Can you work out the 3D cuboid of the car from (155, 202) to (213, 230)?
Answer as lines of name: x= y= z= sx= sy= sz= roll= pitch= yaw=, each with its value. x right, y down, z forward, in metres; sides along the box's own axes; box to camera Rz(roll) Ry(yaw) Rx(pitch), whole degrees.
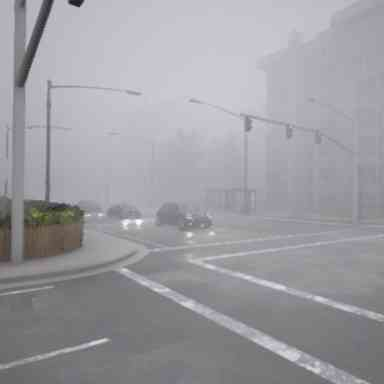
car: x=-0.611 y=1.513 z=22.440 sx=2.097 sy=1.767 sz=4.553 roll=1 pitch=-1 yaw=-35

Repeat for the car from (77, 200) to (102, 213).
car: x=-12.179 y=1.671 z=39.182 sx=1.837 sy=1.490 sz=4.892 roll=1 pitch=-1 yaw=-34

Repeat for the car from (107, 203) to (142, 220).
car: x=-6.281 y=1.727 z=30.620 sx=1.994 sy=1.385 sz=4.181 roll=1 pitch=-1 yaw=-35
